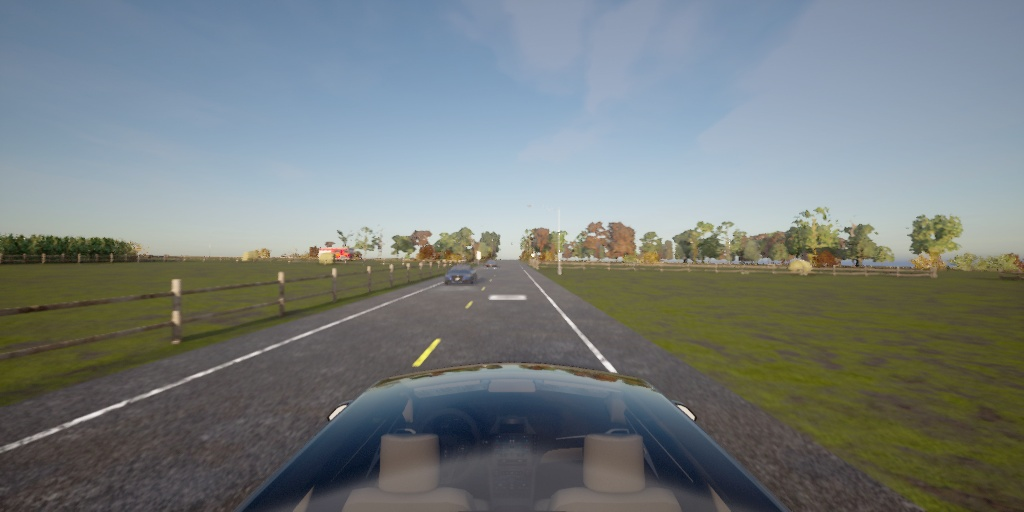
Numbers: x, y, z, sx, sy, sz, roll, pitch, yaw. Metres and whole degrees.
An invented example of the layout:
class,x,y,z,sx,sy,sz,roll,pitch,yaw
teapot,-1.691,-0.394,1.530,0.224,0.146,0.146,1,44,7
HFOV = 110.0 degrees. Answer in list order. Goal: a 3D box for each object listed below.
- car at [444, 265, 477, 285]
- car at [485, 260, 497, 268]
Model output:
class,x,y,z,sx,sy,sz,roll,pitch,yaw
car,-3.599,1.322,25.678,1.994,1.385,4.181,0,0,0
car,-3.518,1.328,61.302,2.033,1.411,5.357,0,0,0
